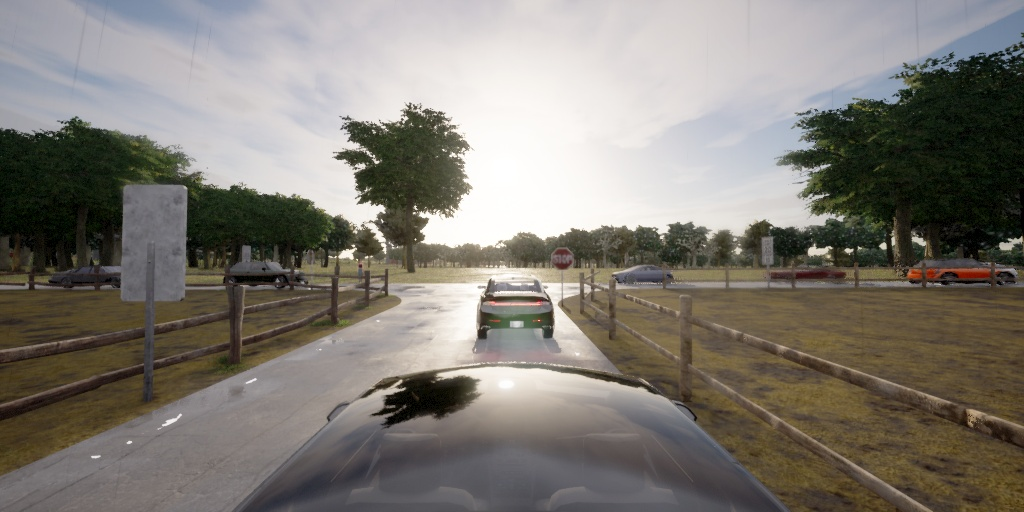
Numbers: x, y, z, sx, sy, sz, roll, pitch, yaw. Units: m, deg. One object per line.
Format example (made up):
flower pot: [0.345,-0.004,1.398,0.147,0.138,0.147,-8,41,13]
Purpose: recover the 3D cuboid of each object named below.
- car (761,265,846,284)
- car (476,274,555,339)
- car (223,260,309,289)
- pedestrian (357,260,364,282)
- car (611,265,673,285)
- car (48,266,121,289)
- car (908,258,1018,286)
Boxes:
car: [20.818,1.322,25.768,4.718,1.301,1.895,0,-2,1]
car: [0.041,1.255,10.107,2.128,1.511,4.902,0,0,-1]
car: [-15.517,1.123,22.820,4.553,1.767,2.097,0,-2,1]
pedestrian: [-12.189,1.189,28.848,0.375,1.860,0.375,0,-1,0]
car: [9.235,1.336,25.620,4.181,1.385,1.994,0,-2,-4]
car: [-25.893,1.315,22.831,5.357,1.411,2.033,0,-2,0]
car: [28.087,0.951,22.505,4.553,1.767,2.097,0,-2,4]
